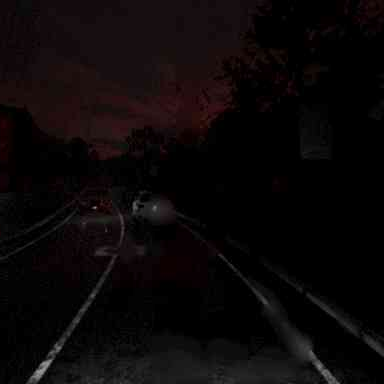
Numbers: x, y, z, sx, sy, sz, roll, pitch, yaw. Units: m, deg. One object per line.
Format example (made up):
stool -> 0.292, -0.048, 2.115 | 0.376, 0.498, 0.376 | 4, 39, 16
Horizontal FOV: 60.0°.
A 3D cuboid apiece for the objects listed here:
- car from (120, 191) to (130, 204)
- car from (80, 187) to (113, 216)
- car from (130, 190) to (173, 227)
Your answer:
car -> -7.561, 0.621, 40.071 | 2.033, 1.411, 5.357 | 1, 2, -15
car -> -7.513, 0.660, 26.162 | 2.150, 2.045, 5.566 | 1, 2, -14
car -> -2.501, 0.904, 20.493 | 2.150, 2.045, 5.566 | 1, 1, -12
